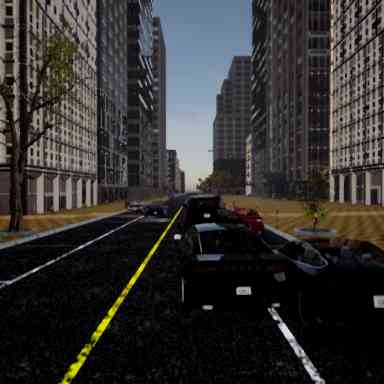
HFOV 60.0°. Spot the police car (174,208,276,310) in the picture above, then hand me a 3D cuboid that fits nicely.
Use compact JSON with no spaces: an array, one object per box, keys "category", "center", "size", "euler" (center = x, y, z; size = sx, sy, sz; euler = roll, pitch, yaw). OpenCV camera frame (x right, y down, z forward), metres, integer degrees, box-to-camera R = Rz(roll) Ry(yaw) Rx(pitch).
[{"category":"police car","center":[0.619,1.416,8.029],"size":[1.930,1.638,5.238],"euler":[0,0,-5]}]

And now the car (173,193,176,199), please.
[{"category":"car","center":[-5.572,1.194,85.686],"size":[2.192,1.841,5.009],"euler":[-1,0,0]}]

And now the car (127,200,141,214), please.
[{"category":"car","center":[-5.645,1.508,34.913],"size":[2.008,1.369,4.403],"euler":[-1,0,0]}]

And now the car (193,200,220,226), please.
[{"category":"car","center":[0.937,1.427,24.152],"size":[1.801,1.575,5.366],"euler":[0,0,0]}]

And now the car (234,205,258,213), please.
[{"category":"car","center":[2.710,1.524,17.983],"size":[1.887,1.381,4.507],"euler":[-1,0,0]}]

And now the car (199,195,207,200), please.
[{"category":"car","center":[2.811,1.430,85.697],"size":[2.008,1.369,4.403],"euler":[-1,0,0]}]

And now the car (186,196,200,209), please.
[{"category":"car","center":[0.120,1.419,46.568],"size":[1.882,1.535,5.008],"euler":[0,0,1]}]

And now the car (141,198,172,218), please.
[{"category":"car","center":[-3.048,1.528,29.663],"size":[1.994,1.385,4.181],"euler":[0,0,0]}]

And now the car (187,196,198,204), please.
[{"category":"car","center":[0.094,1.466,62.011],"size":[2.033,1.411,5.357],"euler":[0,0,0]}]

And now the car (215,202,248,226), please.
[{"category":"car","center":[2.719,1.497,23.796],"size":[1.752,1.417,4.829],"euler":[-1,0,0]}]

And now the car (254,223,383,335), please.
[{"category":"car","center":[2.694,1.558,6.698],"size":[1.947,1.339,4.313],"euler":[-1,0,0]}]

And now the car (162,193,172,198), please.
[{"category":"car","center":[-5.595,1.433,68.592],"size":[1.752,1.417,4.829],"euler":[-1,0,0]}]

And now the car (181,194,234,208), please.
[{"category":"car","center":[0.693,1.194,17.982],"size":[2.150,2.045,5.566],"euler":[-1,0,0]}]

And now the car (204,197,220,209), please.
[{"category":"car","center":[2.752,1.487,46.198],"size":[1.887,1.381,4.507],"euler":[-1,0,0]}]

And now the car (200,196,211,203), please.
[{"category":"car","center":[2.786,1.459,68.768],"size":[2.008,1.369,4.403],"euler":[-1,0,0]}]

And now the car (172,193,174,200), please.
[{"category":"car","center":[-5.586,1.480,74.403],"size":[1.802,1.307,4.206],"euler":[-1,0,0]}]
